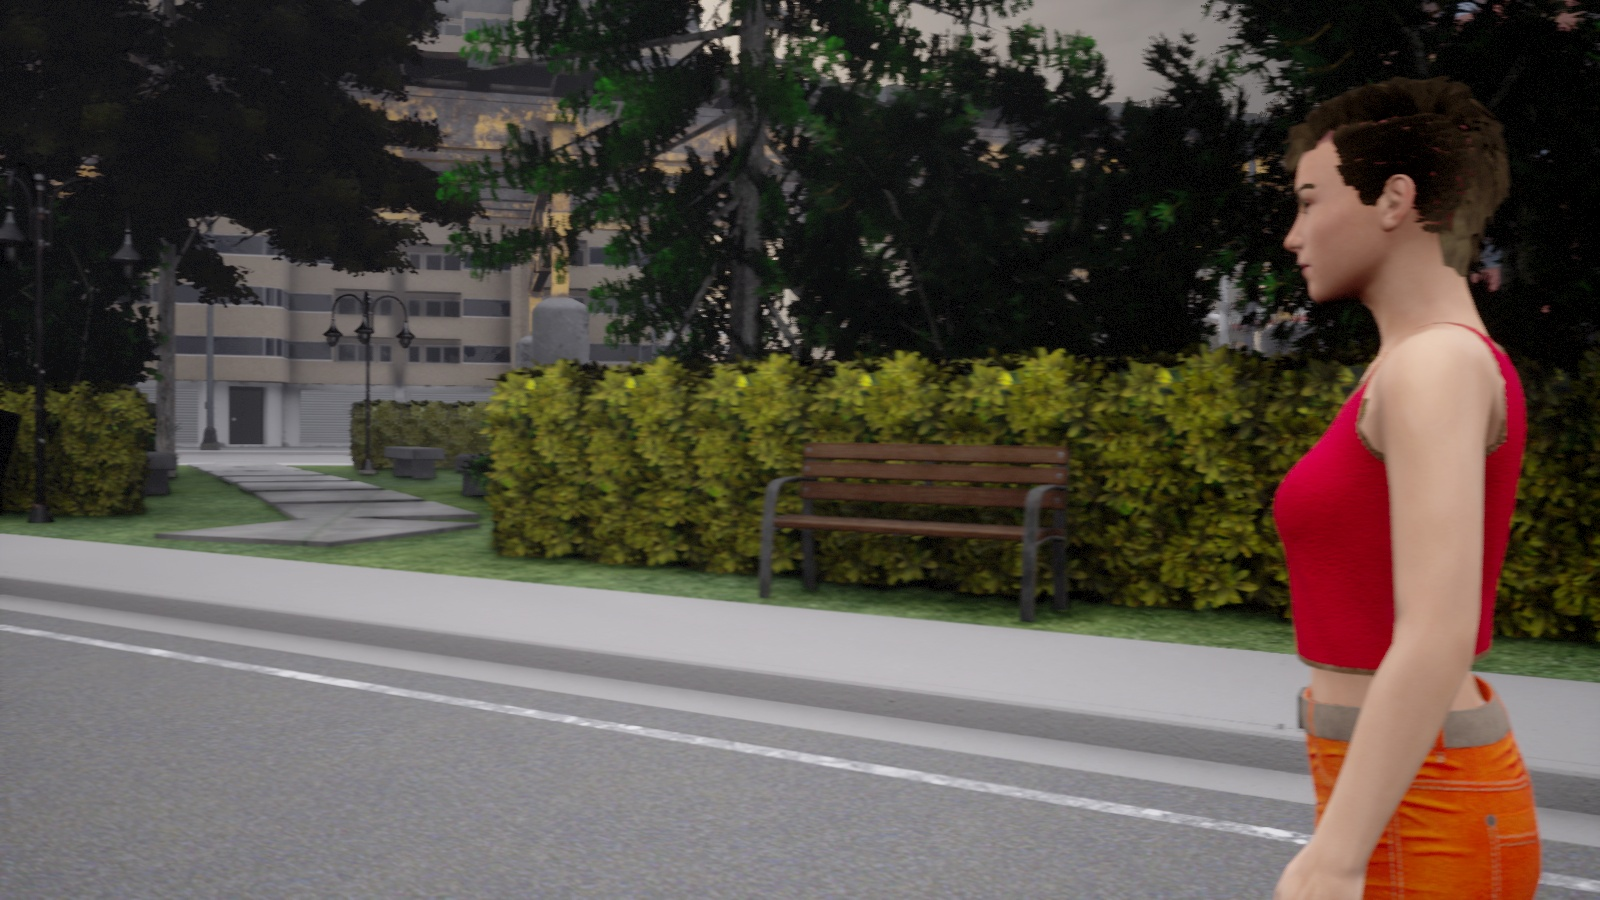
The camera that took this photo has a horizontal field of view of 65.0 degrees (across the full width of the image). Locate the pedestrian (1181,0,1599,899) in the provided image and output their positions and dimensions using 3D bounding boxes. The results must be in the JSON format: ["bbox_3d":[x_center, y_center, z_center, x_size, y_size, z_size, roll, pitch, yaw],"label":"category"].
[{"bbox_3d":[0.793,0.456,1.443,0.594,1.836,0.345,0,1,36],"label":"pedestrian"}]
